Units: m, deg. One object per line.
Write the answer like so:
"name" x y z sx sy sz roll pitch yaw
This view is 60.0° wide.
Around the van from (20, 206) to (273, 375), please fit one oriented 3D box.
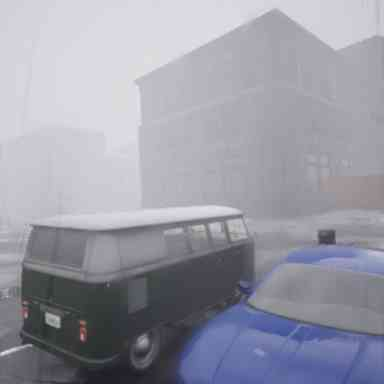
"van" -0.409 1.272 5.754 1.878 1.987 4.442 -1 0 36
